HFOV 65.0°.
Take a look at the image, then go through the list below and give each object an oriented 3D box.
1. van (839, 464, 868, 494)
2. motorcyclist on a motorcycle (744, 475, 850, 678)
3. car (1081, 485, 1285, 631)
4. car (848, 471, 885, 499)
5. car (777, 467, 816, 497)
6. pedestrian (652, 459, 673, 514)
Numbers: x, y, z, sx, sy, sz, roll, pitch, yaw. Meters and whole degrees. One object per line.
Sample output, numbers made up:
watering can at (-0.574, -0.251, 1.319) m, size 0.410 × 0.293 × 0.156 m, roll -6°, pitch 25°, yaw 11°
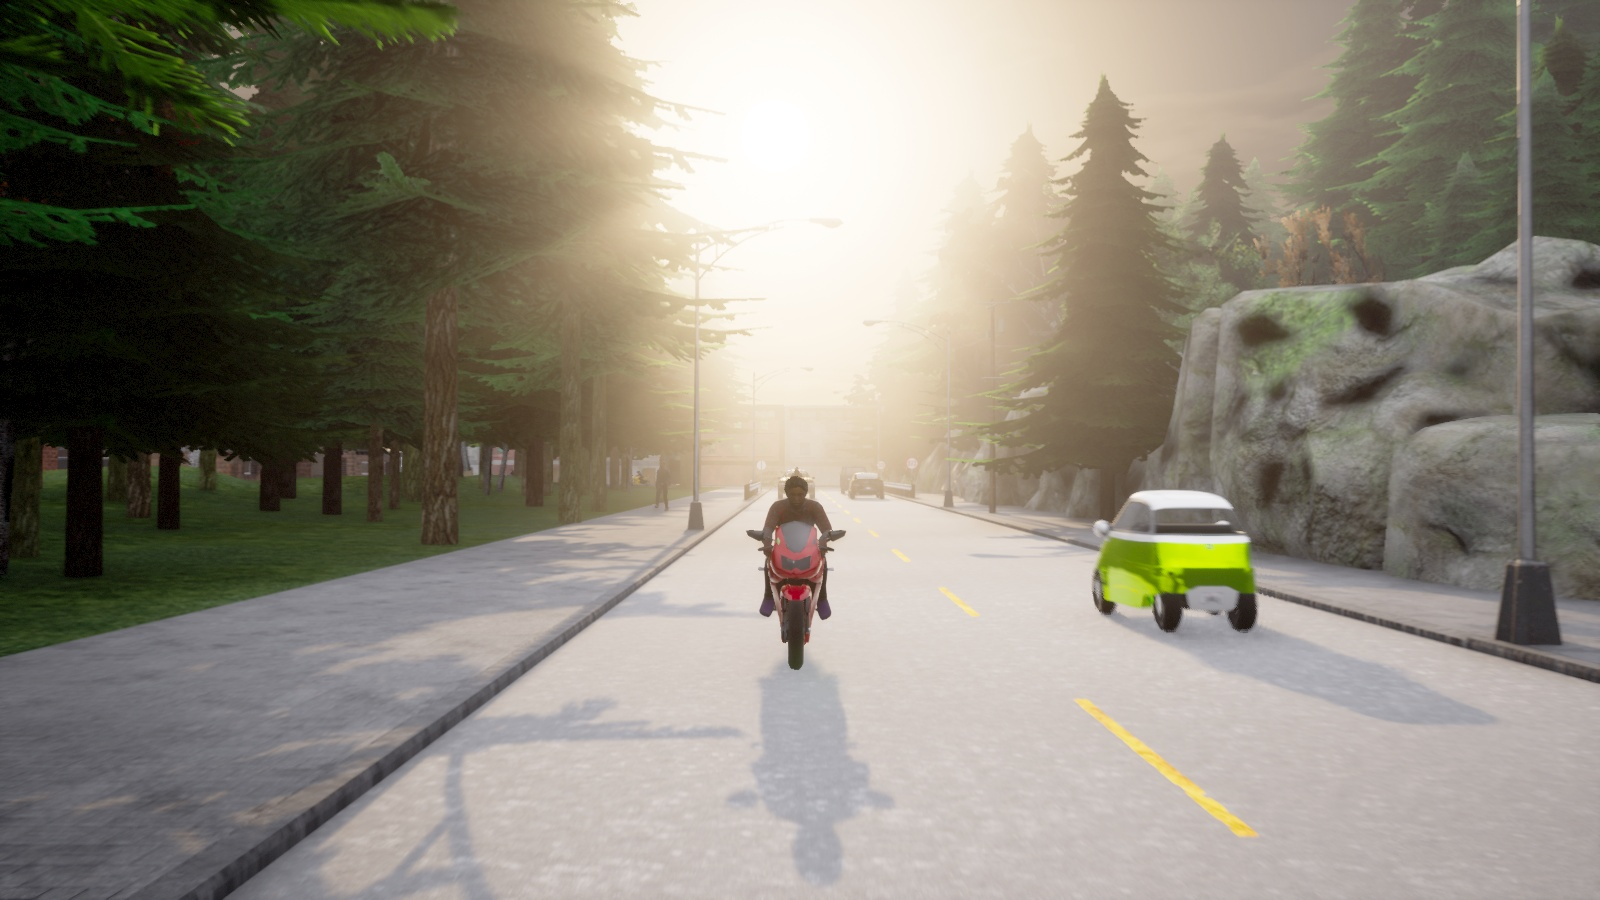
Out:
van at (3.707, 2.017, 87.515) m, size 1.775 × 1.987 × 4.442 m, roll 0°, pitch -1°, yaw 0°
motorcyclist on a motorcycle at (-0.025, 0.973, 10.522) m, size 0.797 × 1.523 × 2.044 m, roll 0°, pitch -1°, yaw 0°
car at (3.969, 1.076, 13.310) m, size 1.481 × 1.376 × 2.207 m, roll 0°, pitch -1°, yaw 0°
car at (3.806, 1.993, 72.643) m, size 1.882 × 1.535 × 5.008 m, roll 0°, pitch -1°, yaw 0°
car at (-0.189, 1.795, 71.790) m, size 2.152 × 1.651 × 5.027 m, roll 0°, pitch -1°, yaw 0°
pedestrian at (-4.926, 1.297, 44.953) m, size 0.423 × 1.949 × 0.788 m, roll -1°, pitch -1°, yaw 19°
